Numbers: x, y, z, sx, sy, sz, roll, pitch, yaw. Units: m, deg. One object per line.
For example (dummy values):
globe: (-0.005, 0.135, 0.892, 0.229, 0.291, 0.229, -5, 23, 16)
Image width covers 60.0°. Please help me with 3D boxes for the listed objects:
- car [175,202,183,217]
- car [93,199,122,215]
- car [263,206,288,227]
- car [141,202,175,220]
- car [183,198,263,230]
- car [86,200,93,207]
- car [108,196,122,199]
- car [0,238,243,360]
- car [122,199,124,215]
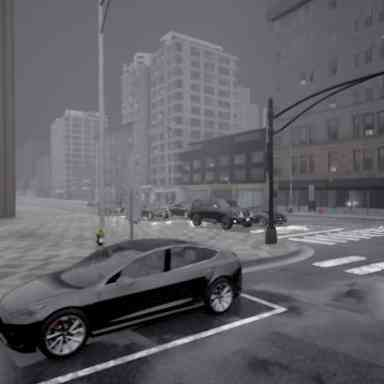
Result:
car: (-0.669, 1.820, 32.979, 1.837, 1.490, 4.892, -1, 0, -36)
car: (-9.891, 1.968, 40.405, 2.128, 1.511, 4.902, -1, 0, -35)
car: (5.050, 1.753, 24.896, 1.994, 1.385, 4.181, -1, 0, -36)
car: (-3.953, 1.857, 32.001, 1.837, 1.490, 4.892, -1, 0, -35)
car: (1.996, 1.443, 23.583, 2.150, 2.045, 5.566, -1, 0, -35)
car: (-18.927, 2.241, 64.756, 2.033, 1.411, 5.357, -1, 0, -35)
car: (-15.391, 1.879, 65.377, 2.150, 2.045, 5.566, -1, 0, -35)
car: (-0.980, 1.560, 5.952, 4.313, 1.339, 1.947, 0, 0, -35)
car: (-6.393, 1.927, 41.087, 2.128, 1.511, 4.902, -1, 0, -35)
